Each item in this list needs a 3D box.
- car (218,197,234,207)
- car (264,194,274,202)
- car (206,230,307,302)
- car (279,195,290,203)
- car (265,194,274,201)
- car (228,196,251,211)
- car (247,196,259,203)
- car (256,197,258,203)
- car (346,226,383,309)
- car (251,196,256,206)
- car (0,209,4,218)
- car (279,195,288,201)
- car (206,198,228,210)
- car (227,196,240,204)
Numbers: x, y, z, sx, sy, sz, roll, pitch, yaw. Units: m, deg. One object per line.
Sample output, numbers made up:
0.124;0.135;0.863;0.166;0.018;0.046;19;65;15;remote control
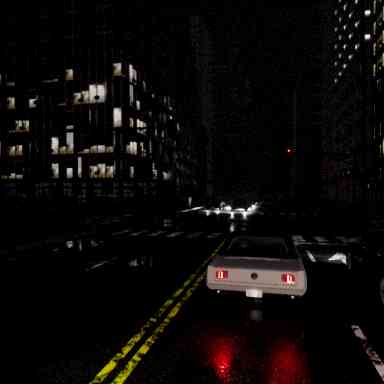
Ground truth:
5.455;1.567;53.040;1.895;1.301;4.718;0;0;13;car
16.419;1.530;70.821;1.895;1.301;4.718;0;0;13;car
1.702;1.597;8.344;1.895;1.301;4.718;0;0;14;car
19.480;1.474;69.639;2.033;1.411;5.357;0;0;13;car
18.704;1.285;80.525;2.128;1.511;4.902;0;0;13;car
5.894;1.503;40.731;1.812;1.442;4.674;0;0;13;car
12.823;1.485;69.733;2.033;1.411;5.357;0;0;13;car
10.352;1.558;59.539;1.895;1.301;4.718;0;0;14;car
4.832;1.501;7.441;1.837;1.490;4.892;0;0;13;car
8.014;1.460;49.733;2.128;1.511;4.902;0;0;13;car
-17.326;1.435;26.673;4.313;1.339;1.947;1;1;14;car
21.874;1.355;79.809;1.895;1.301;4.718;0;0;13;car
3.125;1.524;43.174;2.033;1.411;5.357;0;0;13;car
7.886;1.460;63.169;1.837;1.490;4.892;0;0;14;car
